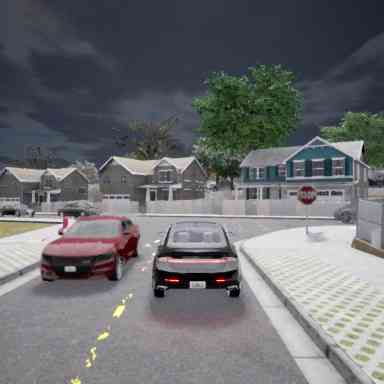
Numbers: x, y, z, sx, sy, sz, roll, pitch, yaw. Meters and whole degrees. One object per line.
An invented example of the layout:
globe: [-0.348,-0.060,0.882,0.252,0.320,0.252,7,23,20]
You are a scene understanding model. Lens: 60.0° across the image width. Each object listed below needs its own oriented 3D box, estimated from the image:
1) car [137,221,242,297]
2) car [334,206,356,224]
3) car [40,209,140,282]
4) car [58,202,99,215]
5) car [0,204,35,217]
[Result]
car: [0.101,1.495,8.544,2.128,1.511,4.902,0,0,0]
car: [10.868,1.225,20.172,4.181,1.385,1.994,-2,-2,30]
car: [-2.751,1.481,10.014,1.882,1.535,5.008,0,0,0]
car: [-10.547,1.755,31.230,4.892,1.490,1.837,-2,-2,32]
car: [-19.279,2.020,36.527,4.902,1.511,2.128,-2,-2,30]
